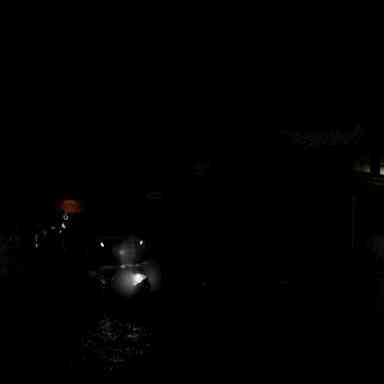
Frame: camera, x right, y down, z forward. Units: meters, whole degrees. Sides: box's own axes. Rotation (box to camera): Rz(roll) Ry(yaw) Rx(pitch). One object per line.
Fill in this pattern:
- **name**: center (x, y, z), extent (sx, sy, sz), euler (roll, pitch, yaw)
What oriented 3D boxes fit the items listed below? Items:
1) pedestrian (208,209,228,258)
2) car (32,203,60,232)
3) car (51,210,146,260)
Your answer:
- **pedestrian**: center (0.948, 1.474, 12.088), extent (0.375, 1.860, 0.375), euler (2, -1, -34)
- **car**: center (-9.352, 1.503, 21.143), extent (2.097, 1.767, 4.553), euler (3, -2, -35)
- **car**: center (-3.730, 1.626, 13.077), extent (2.033, 1.411, 5.357), euler (3, -2, -35)
